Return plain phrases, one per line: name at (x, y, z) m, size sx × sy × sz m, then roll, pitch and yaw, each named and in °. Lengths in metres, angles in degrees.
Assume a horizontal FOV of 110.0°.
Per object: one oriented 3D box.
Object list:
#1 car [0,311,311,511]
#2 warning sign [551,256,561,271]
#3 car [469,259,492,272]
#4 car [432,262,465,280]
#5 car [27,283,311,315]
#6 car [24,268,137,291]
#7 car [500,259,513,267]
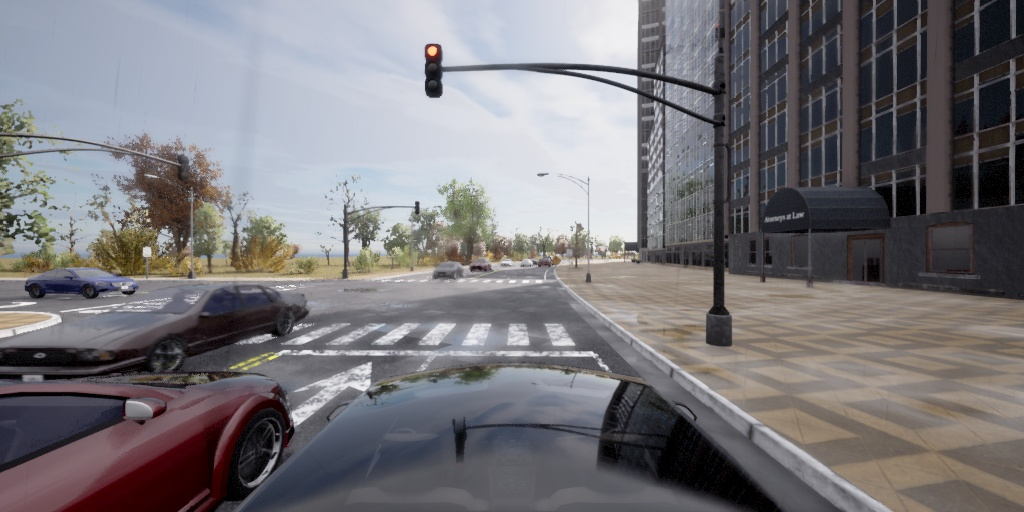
car at (-3.108, 1.314, 1.797) m, size 1.994 × 1.385 × 4.181 m, roll 0°, pitch 0°, yaw 0°
warning sign at (5.419, 0.869, 43.943) m, size 1.300 × 1.860 × 1.060 m, roll 0°, pitch 0°, yaw 7°
car at (-3.909, 1.102, 44.999) m, size 2.097 × 1.767 × 4.553 m, roll 0°, pitch 0°, yaw 7°
car at (-5.358, 1.252, 30.790) m, size 1.837 × 1.490 × 4.892 m, roll 0°, pitch 0°, yaw 5°
car at (-6.521, 1.296, 7.574) m, size 2.033 × 1.411 × 5.357 m, roll 0°, pitch 0°, yaw 1°
car at (-21.665, 1.323, 18.076) m, size 4.674 × 1.442 × 1.812 m, roll 0°, pitch 0°, yaw 4°
car at (-0.903, 1.280, 65.224) m, size 1.812 × 1.442 × 4.674 m, roll 0°, pitch 0°, yaw 11°
